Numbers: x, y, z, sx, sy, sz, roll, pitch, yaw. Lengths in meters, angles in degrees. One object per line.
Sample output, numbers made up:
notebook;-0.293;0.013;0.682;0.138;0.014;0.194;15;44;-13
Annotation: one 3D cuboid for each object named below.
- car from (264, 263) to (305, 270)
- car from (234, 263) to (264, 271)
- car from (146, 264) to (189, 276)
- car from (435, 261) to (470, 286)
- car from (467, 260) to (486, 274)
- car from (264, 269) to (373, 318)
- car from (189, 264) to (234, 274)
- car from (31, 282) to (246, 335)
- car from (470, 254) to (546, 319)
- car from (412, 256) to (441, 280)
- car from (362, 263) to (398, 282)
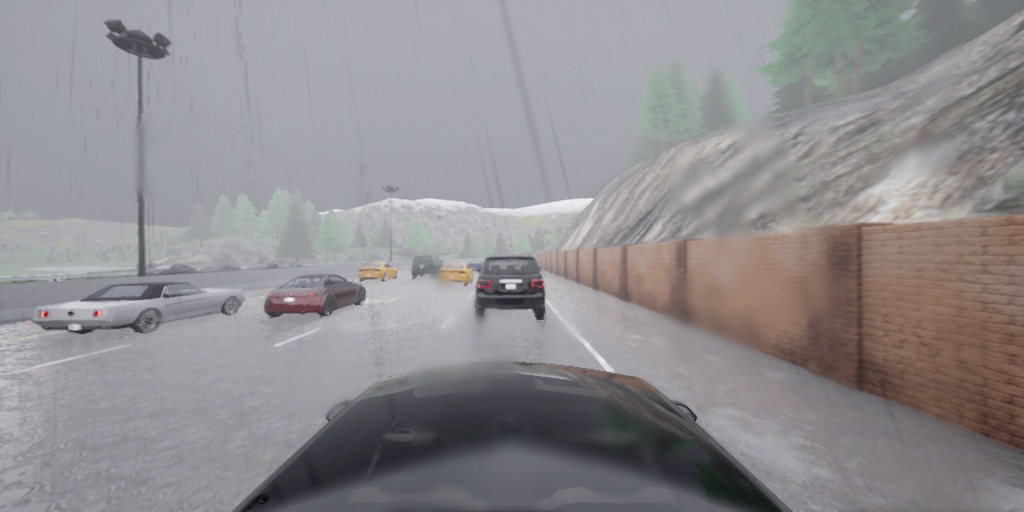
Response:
car;-21.643;1.443;35.122;1.994;1.385;4.181;0;0;-1
car;-25.159;1.449;36.776;2.033;1.411;5.357;0;0;-1
car;-32.129;1.478;33.694;1.812;1.442;4.674;0;0;-1
car;-3.825;1.237;25.287;1.882;1.535;5.008;0;0;-1
car;-4.166;1.227;42.787;1.882;1.535;5.008;0;0;-1
car;-7.092;1.355;13.371;1.994;1.385;4.181;0;0;-1
car;-28.645;1.492;35.233;1.994;1.385;4.181;0;0;-1
car;-10.543;1.418;10.836;1.895;1.301;4.718;0;0;-1
car;-0.084;0.964;12.889;2.150;2.045;5.566;0;0;-1
car;-7.466;1.002;32.437;2.150;2.045;5.566;0;0;-1
car;-10.908;1.284;29.571;1.882;1.535;5.008;0;0;-1
